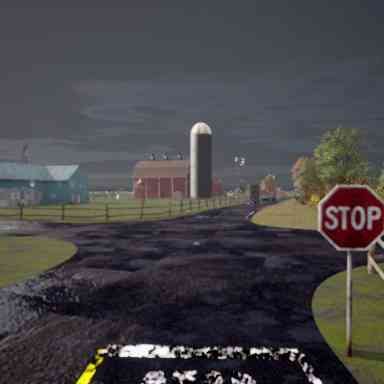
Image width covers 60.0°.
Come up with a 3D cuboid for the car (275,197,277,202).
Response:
[{"bbox_3d":[17.401,1.501,72.872,1.994,1.385,4.181,0,0,19],"label":"car"}]

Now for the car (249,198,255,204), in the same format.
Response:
[{"bbox_3d":[12.764,1.566,67.861,2.128,1.511,4.902,0,0,19],"label":"car"}]

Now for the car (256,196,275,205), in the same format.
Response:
[{"bbox_3d":[14.002,1.565,63.019,2.128,1.511,4.902,0,0,19],"label":"car"}]
